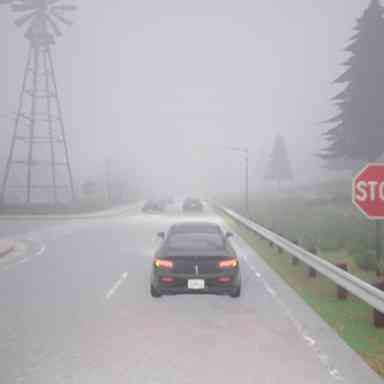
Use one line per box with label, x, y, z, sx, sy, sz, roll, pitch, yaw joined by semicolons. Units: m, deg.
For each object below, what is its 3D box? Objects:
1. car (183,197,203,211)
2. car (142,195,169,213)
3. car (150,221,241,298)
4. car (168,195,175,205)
car;0.073;1.243;34.681;1.994;1.385;4.181;0;1;0
car;-3.650;1.299;32.509;1.895;1.301;4.718;0;1;1
car;0.079;1.449;8.216;1.812;1.442;4.674;0;1;0
car;-3.538;1.127;48.759;2.033;1.411;5.357;0;1;0
